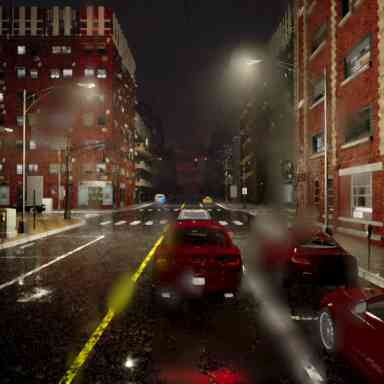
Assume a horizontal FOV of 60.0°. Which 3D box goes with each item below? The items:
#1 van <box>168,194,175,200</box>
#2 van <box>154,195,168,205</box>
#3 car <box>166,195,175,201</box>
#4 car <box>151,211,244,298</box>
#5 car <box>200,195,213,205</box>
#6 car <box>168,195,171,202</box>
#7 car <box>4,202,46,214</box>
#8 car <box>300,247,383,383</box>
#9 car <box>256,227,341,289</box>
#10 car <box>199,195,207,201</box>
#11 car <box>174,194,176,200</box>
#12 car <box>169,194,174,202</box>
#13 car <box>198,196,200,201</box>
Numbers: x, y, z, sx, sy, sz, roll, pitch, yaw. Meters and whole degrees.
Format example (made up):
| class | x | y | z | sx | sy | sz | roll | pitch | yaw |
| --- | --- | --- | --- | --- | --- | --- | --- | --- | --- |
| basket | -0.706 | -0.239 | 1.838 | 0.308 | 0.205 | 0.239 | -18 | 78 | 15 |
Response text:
| class | x | y | z | sx | sy | sz | roll | pitch | yaw |
| --- | --- | --- | --- | --- | --- | --- | --- | --- | --- |
| van | -5.599 | 1.375 | 92.082 | 1.690 | 1.788 | 3.998 | 1 | 0 | 0 |
| van | -5.627 | 1.359 | 58.168 | 1.690 | 1.788 | 3.998 | 1 | 0 | 0 |
| car | -5.607 | 1.582 | 86.429 | 2.008 | 1.369 | 4.403 | 1 | 0 | 0 |
| car | 0.105 | 1.480 | 8.549 | 1.882 | 1.535 | 5.008 | 0 | 0 | 0 |
| car | 2.750 | 1.543 | 58.292 | 1.752 | 1.417 | 4.829 | 1 | 0 | 0 |
| car | -5.626 | 1.602 | 63.820 | 1.802 | 1.307 | 4.206 | 1 | 0 | 0 |
| car | -18.680 | 1.730 | 37.269 | 4.313 | 1.339 | 1.947 | 0 | -1 | 0 |
| car | 2.670 | 1.583 | 3.213 | 1.802 | 1.307 | 4.206 | 1 | 0 | 0 |
| car | 2.845 | 1.584 | 8.869 | 1.802 | 1.307 | 4.206 | 1 | 0 | 0 |
| car | 2.773 | 1.597 | 86.383 | 1.947 | 1.339 | 4.313 | 1 | 0 | 0 |
| car | -5.611 | 1.553 | 80.607 | 1.752 | 1.417 | 4.829 | 1 | 0 | 0 |
| car | -5.617 | 1.607 | 75.125 | 1.802 | 1.307 | 4.206 | 1 | 0 | 0 |
| car | 2.769 | 1.572 | 80.732 | 1.887 | 1.381 | 4.507 | 1 | 0 | 0 |
